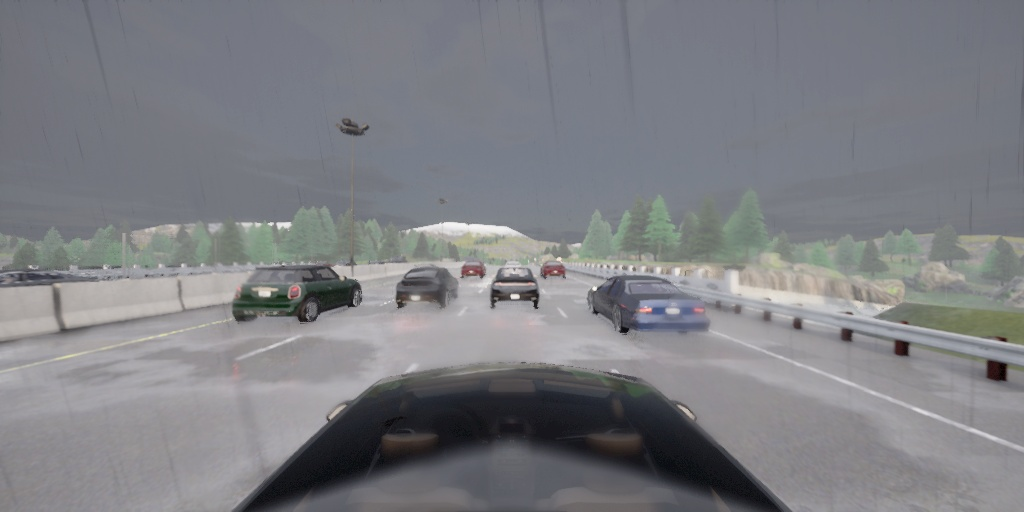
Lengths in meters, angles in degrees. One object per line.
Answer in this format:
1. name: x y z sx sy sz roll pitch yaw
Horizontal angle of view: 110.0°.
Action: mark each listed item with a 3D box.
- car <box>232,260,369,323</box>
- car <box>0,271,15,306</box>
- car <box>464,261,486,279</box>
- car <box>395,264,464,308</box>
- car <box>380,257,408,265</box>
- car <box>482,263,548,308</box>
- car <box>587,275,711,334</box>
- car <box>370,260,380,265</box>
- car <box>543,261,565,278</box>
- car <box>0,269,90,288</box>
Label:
1. car: -6.898 1.077 12.134 2.097 1.767 4.553 0 0 0
2. car: -21.096 1.287 12.396 1.994 1.385 4.181 0 0 0
3. car: -3.391 1.169 32.352 1.882 1.535 5.008 0 0 0
4. car: -3.396 1.223 15.057 1.837 1.490 4.892 0 0 0
5. car: -17.541 1.093 54.576 2.150 2.045 5.566 0 -1 1
6. car: 0.104 1.210 15.047 2.128 1.511 4.902 0 0 0
7. car: 3.603 1.277 10.526 2.033 1.411 5.357 0 0 0
8. car: -21.041 1.370 55.077 2.128 1.511 4.902 0 -1 0
9. car: 3.618 1.169 32.369 1.882 1.535 5.008 0 0 0
10. car: -17.597 1.215 12.155 2.128 1.511 4.902 0 0 0
